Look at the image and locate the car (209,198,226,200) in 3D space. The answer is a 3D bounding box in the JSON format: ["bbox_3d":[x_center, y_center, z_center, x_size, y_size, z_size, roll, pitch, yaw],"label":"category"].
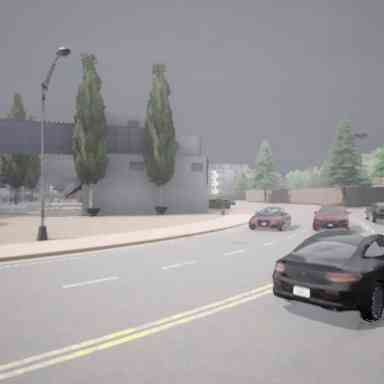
[{"bbox_3d":[4.365,1.930,66.044,1.882,1.535,5.008,0,0,-17],"label":"car"}]

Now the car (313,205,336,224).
[{"bbox_3d":[8.762,1.578,20.707,1.882,1.535,5.008,0,0,26],"label":"car"}]

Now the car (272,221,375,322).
[{"bbox_3d":[3.556,1.561,7.366,4.674,1.442,1.812,0,0,-44],"label":"car"}]

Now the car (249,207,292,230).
[{"bbox_3d":[5.123,1.688,21.329,1.994,1.385,4.181,0,0,28],"label":"car"}]

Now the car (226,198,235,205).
[{"bbox_3d":[7.079,1.993,69.191,2.033,1.411,5.357,0,0,-18],"label":"car"}]
